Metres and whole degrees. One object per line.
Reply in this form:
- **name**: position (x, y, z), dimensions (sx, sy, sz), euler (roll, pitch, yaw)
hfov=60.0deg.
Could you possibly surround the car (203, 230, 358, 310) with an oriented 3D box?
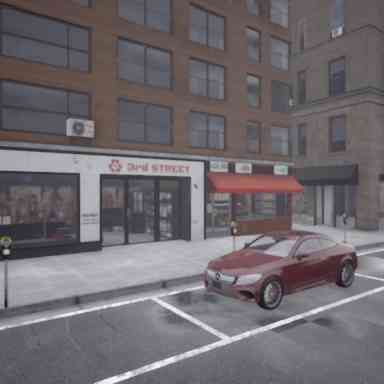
- **car**: position (2.198, 1.576, 7.708), dimensions (4.206, 1.307, 1.802), euler (0, 0, -35)
